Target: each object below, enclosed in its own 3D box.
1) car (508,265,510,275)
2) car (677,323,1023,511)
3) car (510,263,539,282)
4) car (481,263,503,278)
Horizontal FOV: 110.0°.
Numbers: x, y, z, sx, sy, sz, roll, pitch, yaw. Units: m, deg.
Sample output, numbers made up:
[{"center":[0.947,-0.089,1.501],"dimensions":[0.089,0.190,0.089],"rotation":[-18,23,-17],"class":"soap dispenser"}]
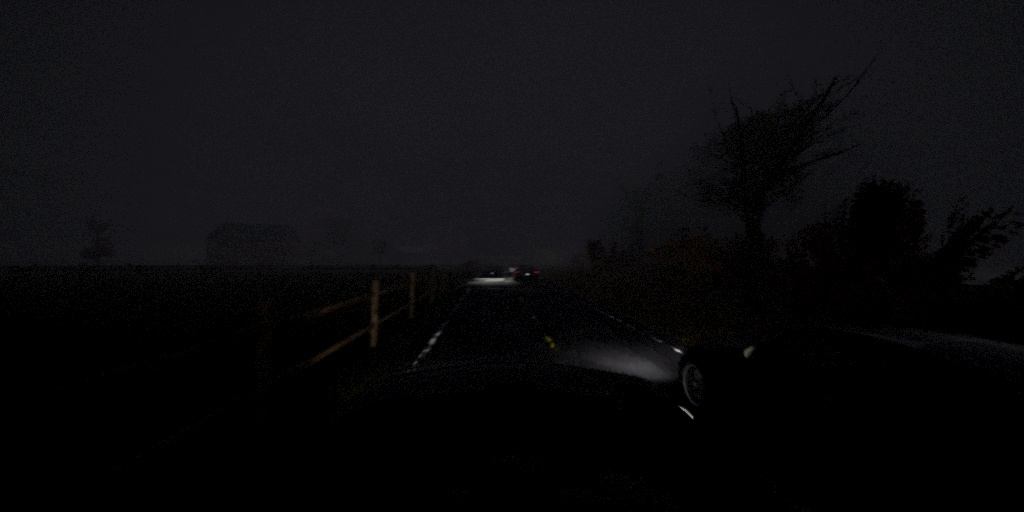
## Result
[{"center":[0.481,1.496,41.874],"dimensions":[1.895,1.301,4.718],"rotation":[1,0,-3],"class":"car"},{"center":[3.407,1.355,3.295],"dimensions":[1.812,1.442,4.674],"rotation":[1,0,-3],"class":"car"},{"center":[1.149,1.429,30.681],"dimensions":[1.994,1.385,4.181],"rotation":[1,0,-3],"class":"car"},{"center":[-1.886,1.377,34.513],"dimensions":[1.994,1.385,4.181],"rotation":[1,0,-3],"class":"car"}]
